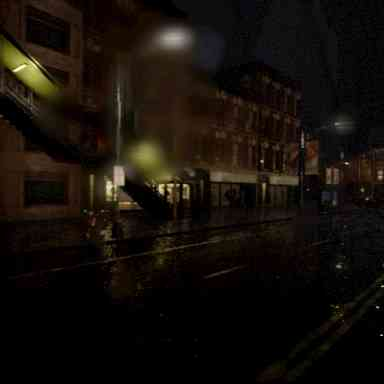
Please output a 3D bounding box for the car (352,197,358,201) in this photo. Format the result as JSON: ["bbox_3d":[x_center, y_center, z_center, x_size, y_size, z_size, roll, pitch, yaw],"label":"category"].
[{"bbox_3d":[40.975,1.651,78.476,1.895,1.301,4.718,1,0,-19],"label":"car"}]

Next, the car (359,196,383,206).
[{"bbox_3d":[31.350,1.658,57.448,1.895,1.301,4.718,1,0,3],"label":"car"}]

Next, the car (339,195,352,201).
[{"bbox_3d":[38.396,1.509,83.592,2.002,1.452,4.674,1,0,-29],"label":"car"}]
